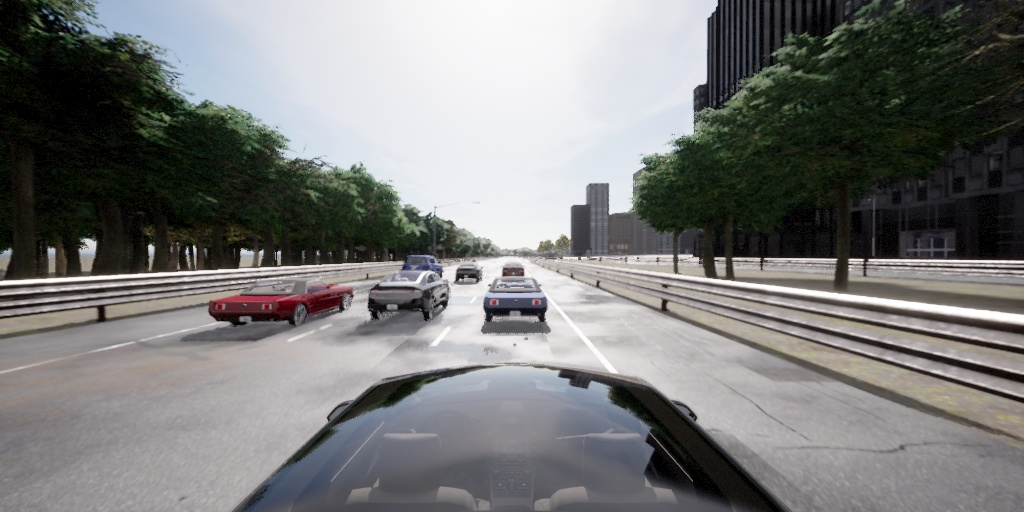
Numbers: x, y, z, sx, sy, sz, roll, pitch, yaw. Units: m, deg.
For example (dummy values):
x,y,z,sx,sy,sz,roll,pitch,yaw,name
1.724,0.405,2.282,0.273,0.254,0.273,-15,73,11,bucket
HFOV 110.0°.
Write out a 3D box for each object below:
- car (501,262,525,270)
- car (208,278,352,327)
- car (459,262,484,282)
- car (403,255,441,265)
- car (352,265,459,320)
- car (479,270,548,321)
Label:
x,y,z,sx,sy,sz,roll,pitch,yaw,name
0.102,1.218,30.410,1.882,1.535,5.008,0,0,0,car
-6.900,1.348,11.514,1.895,1.301,4.718,0,0,0,car
-3.398,1.246,28.977,1.837,1.490,4.892,0,0,0,car
-6.897,0.963,28.039,2.150,2.045,5.566,0,0,0,car
-3.399,1.238,12.602,2.128,1.511,4.902,0,0,0,car
0.101,1.347,12.411,1.895,1.301,4.718,0,0,0,car
